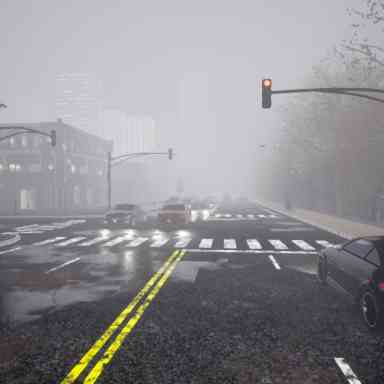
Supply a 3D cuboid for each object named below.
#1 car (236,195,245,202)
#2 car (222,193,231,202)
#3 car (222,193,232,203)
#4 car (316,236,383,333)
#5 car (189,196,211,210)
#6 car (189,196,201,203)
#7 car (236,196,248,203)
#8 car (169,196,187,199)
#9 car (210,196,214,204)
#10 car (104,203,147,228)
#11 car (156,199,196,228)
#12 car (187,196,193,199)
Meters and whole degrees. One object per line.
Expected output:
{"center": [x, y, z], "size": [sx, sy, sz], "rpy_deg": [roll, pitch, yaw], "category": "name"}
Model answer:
{"center": [11.527, 1.521, 78.909], "size": [1.994, 1.385, 4.181], "rpy_deg": [0, 0, 6], "category": "car"}
{"center": [8.345, 1.194, 79.706], "size": [2.150, 2.045, 5.566], "rpy_deg": [0, 0, 6], "category": "car"}
{"center": [7.278, 1.481, 68.720], "size": [1.837, 1.490, 4.892], "rpy_deg": [0, 0, 6], "category": "car"}
{"center": [3.952, 1.562, 6.692], "size": [1.994, 1.385, 4.181], "rpy_deg": [0, 0, 6], "category": "car"}
{"center": [1.103, 1.587, 43.282], "size": [1.895, 1.301, 4.718], "rpy_deg": [0, 0, 6], "category": "car"}
{"center": [0.756, 1.512, 69.804], "size": [2.033, 1.411, 5.357], "rpy_deg": [0, 0, 6], "category": "car"}
{"center": [10.527, 1.467, 68.533], "size": [2.128, 1.511, 4.902], "rpy_deg": [0, 0, 6], "category": "car"}
{"center": [-2.238, 1.339, 42.591], "size": [2.097, 1.767, 4.553], "rpy_deg": [0, 0, 6], "category": "car"}
{"center": [3.211, 1.526, 62.650], "size": [2.033, 1.411, 5.357], "rpy_deg": [0, 0, 7], "category": "car"}
{"center": [-4.383, 1.500, 22.414], "size": [1.837, 1.490, 4.892], "rpy_deg": [0, 0, 6], "category": "car"}
{"center": [-1.119, 1.473, 22.388], "size": [1.882, 1.535, 5.008], "rpy_deg": [0, 0, 6], "category": "car"}
{"center": [-0.672, 1.545, 57.190], "size": [1.994, 1.385, 4.181], "rpy_deg": [0, 0, 6], "category": "car"}
